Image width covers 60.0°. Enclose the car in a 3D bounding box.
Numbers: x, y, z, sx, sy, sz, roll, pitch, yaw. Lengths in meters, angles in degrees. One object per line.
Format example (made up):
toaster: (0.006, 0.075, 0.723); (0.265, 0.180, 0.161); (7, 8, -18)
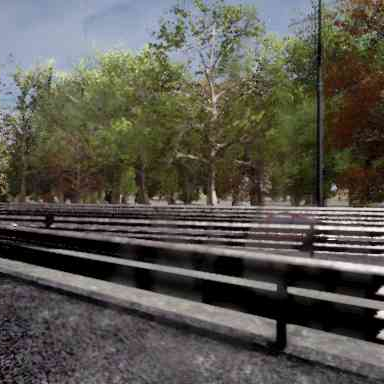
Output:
car: (4.038, 1.631, 15.380); (4.181, 1.385, 1.994); (0, 0, 21)
